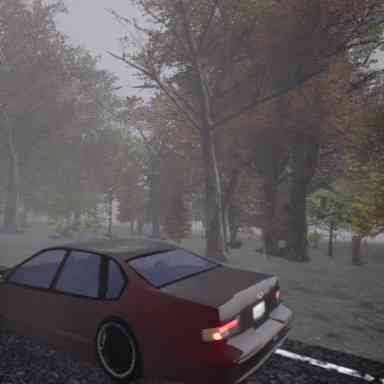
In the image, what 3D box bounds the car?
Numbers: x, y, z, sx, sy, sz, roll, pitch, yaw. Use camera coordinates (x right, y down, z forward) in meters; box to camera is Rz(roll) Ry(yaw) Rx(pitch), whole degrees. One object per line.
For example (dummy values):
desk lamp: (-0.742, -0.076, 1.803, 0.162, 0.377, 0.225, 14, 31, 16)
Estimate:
car: (-1.374, 1.405, 4.861, 5.357, 1.411, 2.033, -4, -3, 35)
